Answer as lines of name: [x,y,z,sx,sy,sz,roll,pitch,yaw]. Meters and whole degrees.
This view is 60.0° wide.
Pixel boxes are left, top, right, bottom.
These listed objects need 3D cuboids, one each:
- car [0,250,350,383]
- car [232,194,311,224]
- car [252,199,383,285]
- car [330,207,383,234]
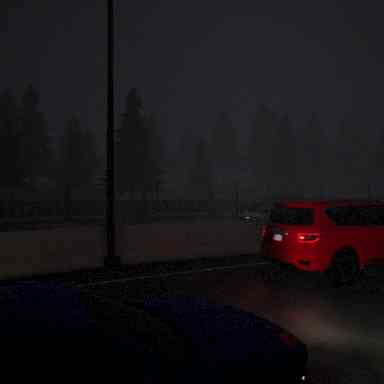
car: [-1.283,1.477,2.464,5.008,1.535,1.882,0,0,-30]
car: [6.052,1.209,25.352,5.566,2.045,2.150,0,0,-20]
car: [4.570,1.217,9.423,5.566,2.045,2.150,0,0,-25]
car: [10.728,1.588,19.605,4.718,1.301,1.895,0,0,-19]
